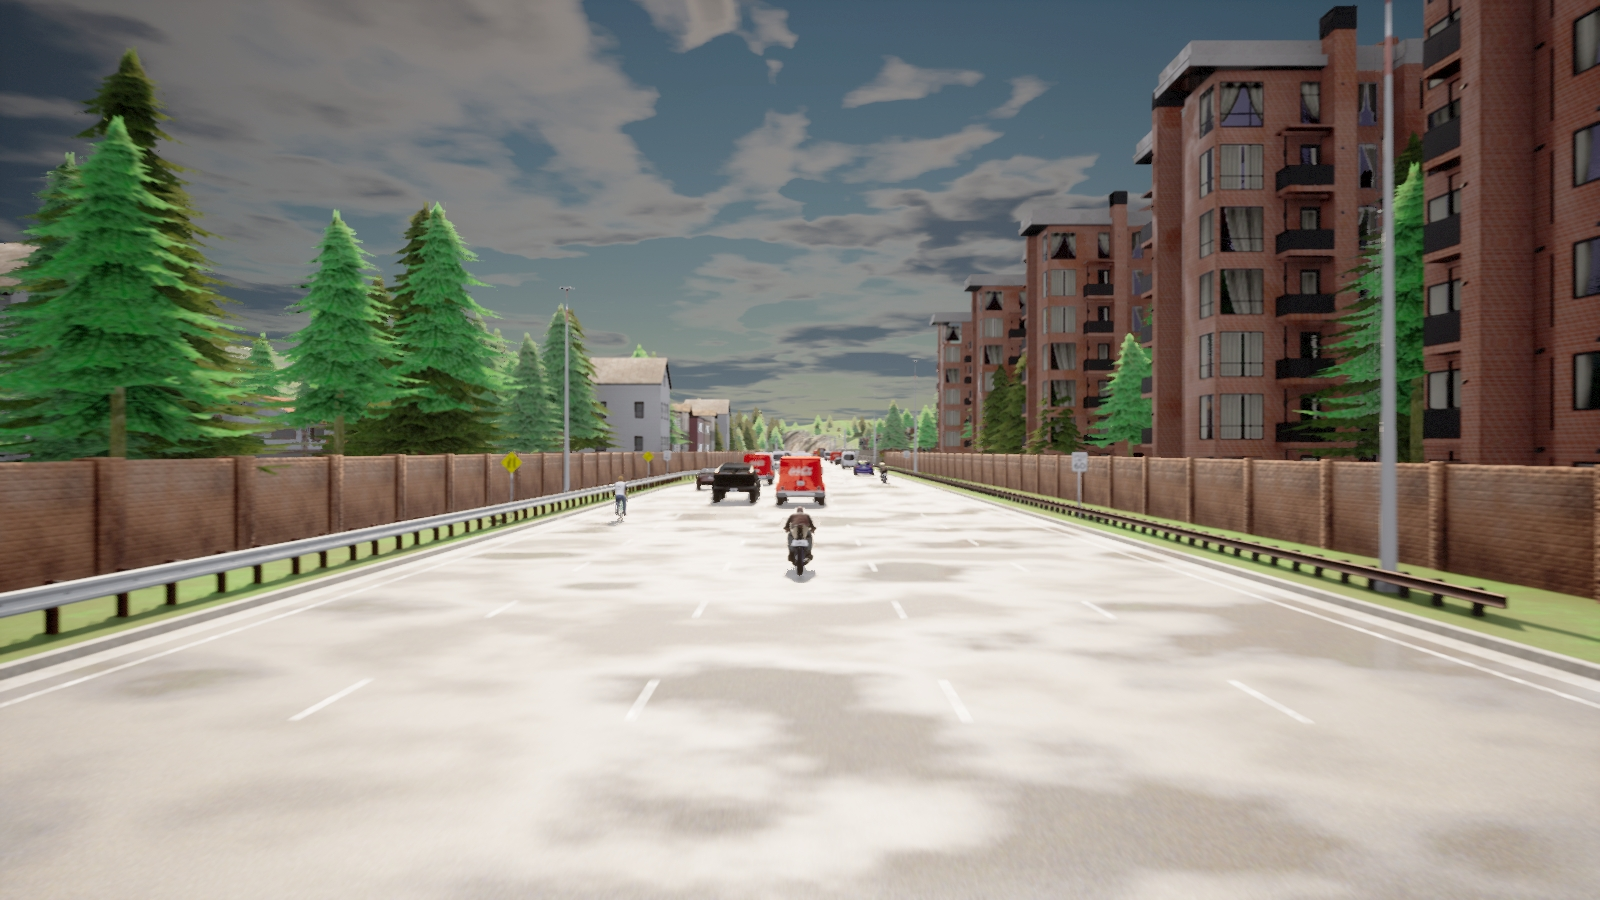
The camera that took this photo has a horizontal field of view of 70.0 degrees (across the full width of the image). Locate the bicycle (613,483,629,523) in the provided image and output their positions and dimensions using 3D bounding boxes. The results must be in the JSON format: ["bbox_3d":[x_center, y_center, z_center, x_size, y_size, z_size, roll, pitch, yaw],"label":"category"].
[{"bbox_3d":[-6.977,2.057,44.594,0.373,1.496,1.643,0,0,0],"label":"bicycle"}]

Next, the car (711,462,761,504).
[{"bbox_3d":[-3.454,1.754,62.717,2.390,2.098,6.274,0,0,0],"label":"car"}]

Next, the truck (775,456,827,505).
[{"bbox_3d":[0.043,1.568,60.284,2.627,2.467,5.204,0,0,0],"label":"truck"}]

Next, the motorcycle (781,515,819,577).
[{"bbox_3d":[0.001,2.205,26.519,0.867,1.251,2.209,0,0,0],"label":"motorcycle"}]
